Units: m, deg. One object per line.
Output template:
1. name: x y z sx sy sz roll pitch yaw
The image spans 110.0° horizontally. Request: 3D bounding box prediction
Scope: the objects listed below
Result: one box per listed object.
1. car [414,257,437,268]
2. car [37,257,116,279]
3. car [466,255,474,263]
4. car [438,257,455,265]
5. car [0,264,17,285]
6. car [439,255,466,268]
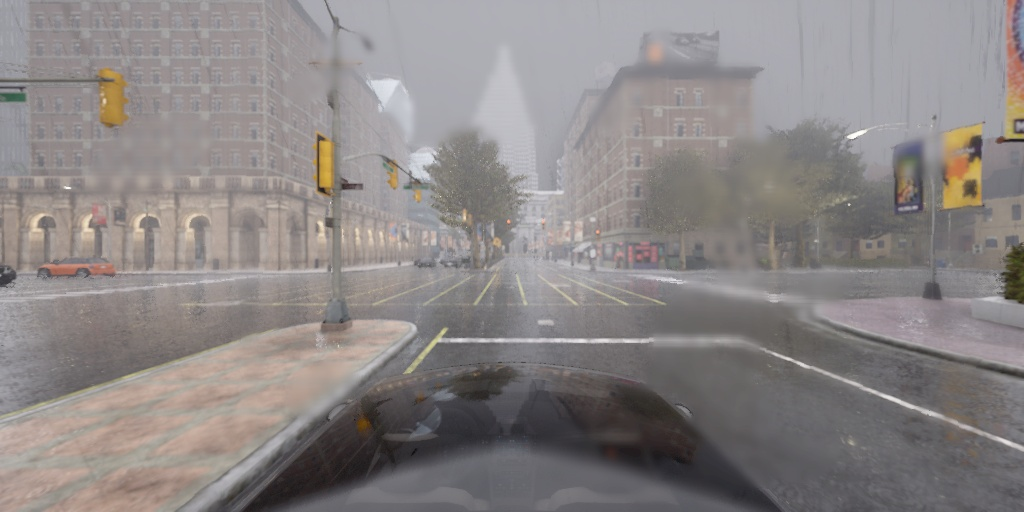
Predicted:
1. car: -11.651 0.910 49.602 1.837 1.490 4.892 0 2 0
2. car: -35.569 0.906 29.339 4.553 1.767 2.097 0 0 0
3. car: -8.142 0.656 64.497 2.097 1.767 4.553 0 0 0
4. car: -11.633 0.853 64.294 2.033 1.411 5.357 0 0 0
5. car: -34.505 0.819 22.170 5.566 2.045 2.150 1 0 0
6. car: -8.153 0.899 49.399 2.128 1.511 4.902 0 1 0
